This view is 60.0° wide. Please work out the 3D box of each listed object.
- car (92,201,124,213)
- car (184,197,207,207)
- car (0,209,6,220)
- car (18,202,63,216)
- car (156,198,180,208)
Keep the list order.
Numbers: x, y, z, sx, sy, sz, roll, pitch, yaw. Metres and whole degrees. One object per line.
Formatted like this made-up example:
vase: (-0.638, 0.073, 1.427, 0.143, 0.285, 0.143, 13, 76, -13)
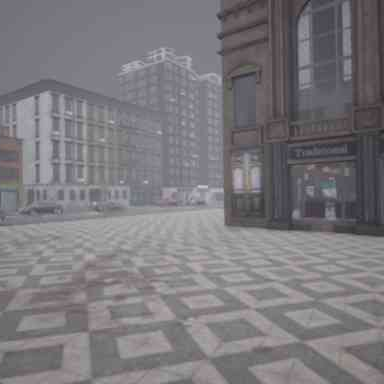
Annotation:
car: (-10.565, 1.880, 42.024, 1.994, 1.385, 4.181, -1, -1, 36)
car: (0.604, 1.625, 57.522, 2.097, 1.767, 4.553, -1, 0, 36)
car: (-19.148, 1.909, 30.001, 1.994, 1.385, 4.181, -1, -1, 35)
car: (-17.296, 1.895, 38.195, 1.837, 1.490, 4.892, -1, -1, 36)
car: (-4.027, 1.822, 56.682, 1.882, 1.535, 5.008, -1, -1, 36)
